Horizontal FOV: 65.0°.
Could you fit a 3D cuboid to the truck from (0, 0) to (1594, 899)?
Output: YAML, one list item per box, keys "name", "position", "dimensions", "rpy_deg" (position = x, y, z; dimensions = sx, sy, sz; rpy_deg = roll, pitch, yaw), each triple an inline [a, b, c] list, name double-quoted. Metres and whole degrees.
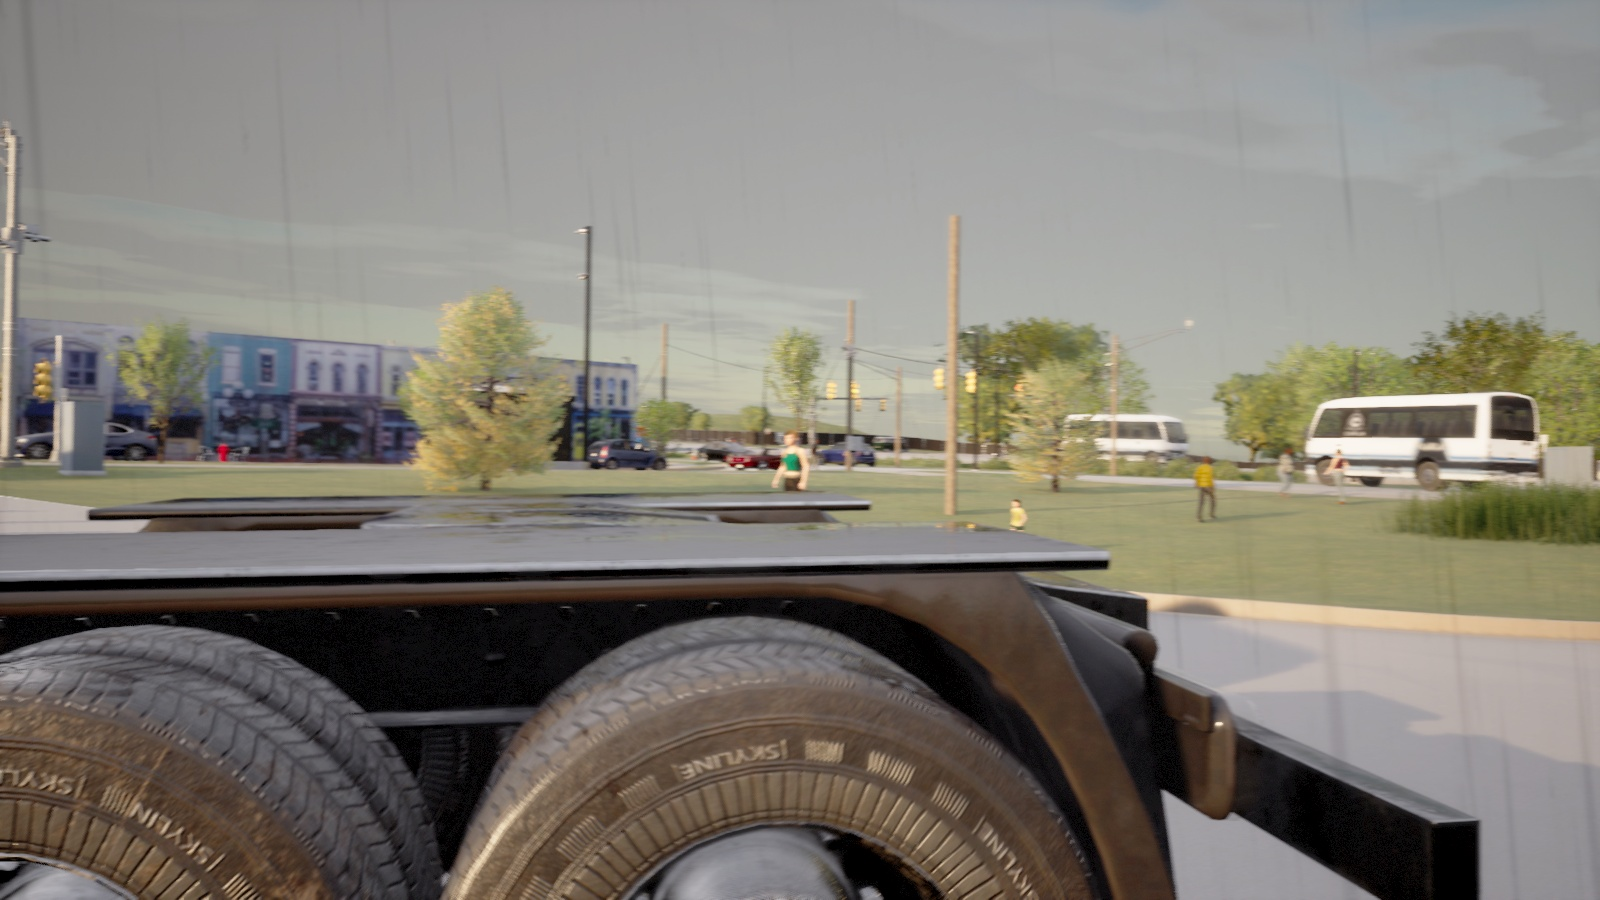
- name: "truck"
  position: [-2.825, -0.170, 2.953]
  dimensions: [7.936, 3.462, 2.891]
  rpy_deg: [-2, 0, -9]

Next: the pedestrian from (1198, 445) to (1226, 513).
- name: "pedestrian"
  position: [11.185, 0.785, 34.061]
  dimensions: [0.726, 1.835, 0.370]
  rpy_deg: [0, -1, -39]

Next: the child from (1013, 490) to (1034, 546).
- name: "child"
  position: [4.518, 1.371, 25.368]
  dimensions: [0.255, 1.110, 0.394]
  rpy_deg: [-1, -1, 42]

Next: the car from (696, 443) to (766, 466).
- name: "car"
  position: [-4.602, 0.262, 83.318]
  dimensions: [2.163, 1.488, 4.792]
  rpy_deg: [0, 0, -42]

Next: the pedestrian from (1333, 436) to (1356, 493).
- name: "pedestrian"
  position: [17.830, 0.469, 41.126]
  dimensions: [0.345, 1.836, 0.594]
  rpy_deg: [0, -1, -19]

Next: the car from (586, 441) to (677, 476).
- name: "car"
  position: [-8.123, 0.405, 60.570]
  dimensions: [3.988, 1.617, 1.851]
  rpy_deg: [0, -1, -42]

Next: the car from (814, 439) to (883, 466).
- name: "car"
  position: [3.233, 0.149, 85.024]
  dimensions: [2.097, 1.767, 4.553]
  rpy_deg: [0, 0, -41]

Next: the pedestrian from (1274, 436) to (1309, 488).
- name: "pedestrian"
  position: [17.812, 0.424, 45.528]
  dimensions: [0.900, 1.855, 0.874]
  rpy_deg: [-1, -1, 43]

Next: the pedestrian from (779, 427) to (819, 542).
- name: "pedestrian"
  position: [-0.013, 0.553, 20.329]
  dimensions: [0.345, 1.836, 0.594]
  rpy_deg: [-1, -1, 40]

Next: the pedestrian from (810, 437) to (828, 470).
- name: "pedestrian"
  position: [1.047, 0.201, 70.983]
  dimensions: [0.563, 1.883, 0.849]
  rpy_deg: [0, -1, -45]

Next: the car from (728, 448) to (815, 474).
- name: "car"
  position: [-1.478, 0.568, 66.941]
  dimensions: [1.895, 1.301, 4.718]
  rpy_deg: [-1, 0, 41]

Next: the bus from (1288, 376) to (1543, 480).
- name: "bus"
  position: [27.539, -0.920, 57.024]
  dimensions: [3.944, 4.253, 10.273]
  rpy_deg: [1, 0, -23]

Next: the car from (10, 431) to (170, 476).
- name: "car"
  position: [-27.313, 0.143, 48.387]
  dimensions: [5.027, 1.651, 2.152]
  rpy_deg: [0, -1, -42]
